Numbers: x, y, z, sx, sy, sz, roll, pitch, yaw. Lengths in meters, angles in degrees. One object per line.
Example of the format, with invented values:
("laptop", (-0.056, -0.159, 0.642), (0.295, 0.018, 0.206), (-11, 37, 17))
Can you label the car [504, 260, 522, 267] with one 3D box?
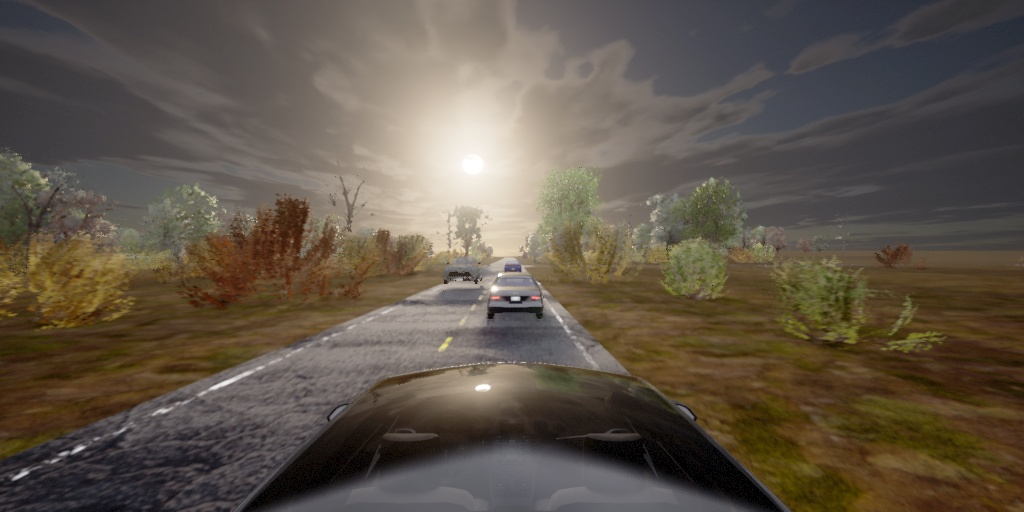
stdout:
("car", (0.109, 1.207, 40.238), (1.882, 1.535, 5.008), (0, 0, 0))

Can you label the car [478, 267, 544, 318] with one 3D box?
("car", (0.102, 1.296, 13.012), (2.033, 1.411, 5.357), (0, 0, 0))

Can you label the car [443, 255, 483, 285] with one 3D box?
("car", (-2.995, 0.754, 22.645), (2.097, 1.767, 4.553), (0, 0, 0))
